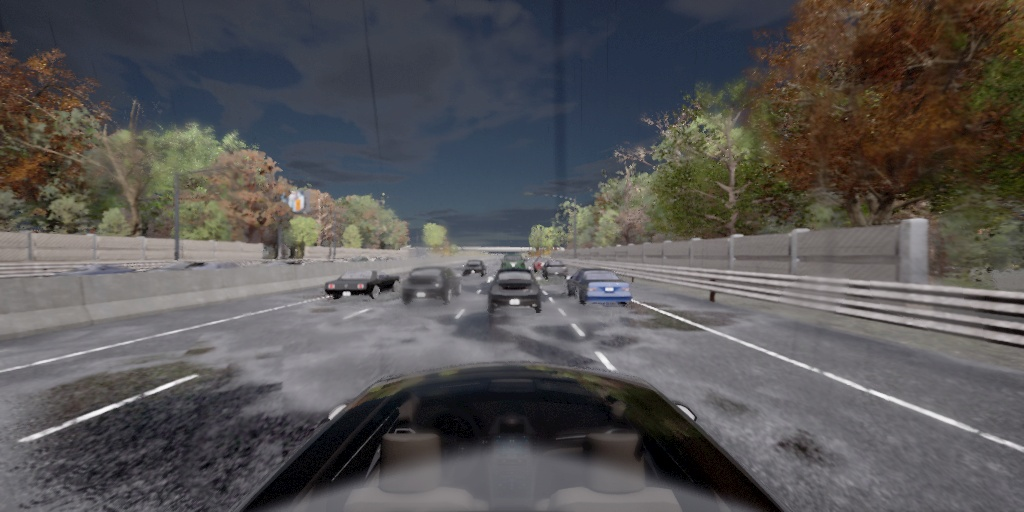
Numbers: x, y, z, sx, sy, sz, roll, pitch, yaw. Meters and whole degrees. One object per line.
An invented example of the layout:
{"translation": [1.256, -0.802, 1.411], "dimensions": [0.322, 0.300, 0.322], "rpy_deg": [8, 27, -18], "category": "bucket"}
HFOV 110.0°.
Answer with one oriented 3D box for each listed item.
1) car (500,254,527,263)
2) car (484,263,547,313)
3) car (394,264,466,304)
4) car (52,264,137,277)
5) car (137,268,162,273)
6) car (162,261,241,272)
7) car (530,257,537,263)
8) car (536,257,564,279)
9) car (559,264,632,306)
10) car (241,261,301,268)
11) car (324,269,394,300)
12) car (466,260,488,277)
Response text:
{"translation": [0.100, 0.846, 32.975], "dimensions": [2.150, 2.045, 5.566], "rpy_deg": [0, 0, 0], "category": "car"}
{"translation": [0.102, 1.205, 13.817], "dimensions": [1.837, 1.490, 4.892], "rpy_deg": [0, 0, 0], "category": "car"}
{"translation": [-3.398, 1.197, 15.834], "dimensions": [1.837, 1.490, 4.892], "rpy_deg": [0, 0, 0], "category": "car"}
{"translation": [-28.094, 1.221, 24.349], "dimensions": [1.994, 1.385, 4.181], "rpy_deg": [0, 0, 0], "category": "car"}
{"translation": [-24.594, 1.151, 26.997], "dimensions": [1.837, 1.490, 4.892], "rpy_deg": [0, 0, 0], "category": "car"}
{"translation": [-21.097, 1.200, 25.519], "dimensions": [2.033, 1.411, 5.357], "rpy_deg": [0, 0, 0], "category": "car"}
{"translation": [3.503, 0.939, 42.055], "dimensions": [2.097, 1.767, 4.553], "rpy_deg": [0, 0, 0], "category": "car"}
{"translation": [3.502, 1.126, 30.111], "dimensions": [2.128, 1.511, 4.902], "rpy_deg": [0, 0, 0], "category": "car"}
{"translation": [3.521, 1.239, 15.444], "dimensions": [2.033, 1.411, 5.357], "rpy_deg": [0, 0, 0], "category": "car"}
{"translation": [-17.595, 1.151, 27.134], "dimensions": [1.837, 1.490, 4.892], "rpy_deg": [0, 0, 0], "category": "car"}
{"translation": [-6.897, 1.287, 17.197], "dimensions": [1.895, 1.301, 4.718], "rpy_deg": [0, 0, 0], "category": "car"}
{"translation": [-3.398, 1.126, 33.672], "dimensions": [1.837, 1.490, 4.892], "rpy_deg": [0, 0, 0], "category": "car"}
